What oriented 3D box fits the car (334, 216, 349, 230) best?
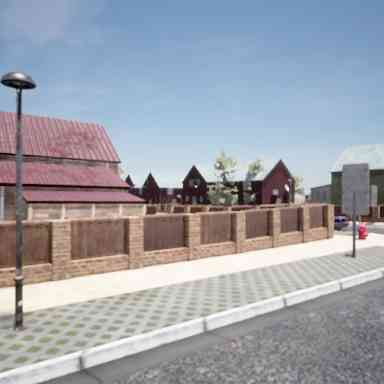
[{"bbox_3d":[8.057,1.911,22.667,1.895,1.301,4.718,1,-2,-36],"label":"car"}]
